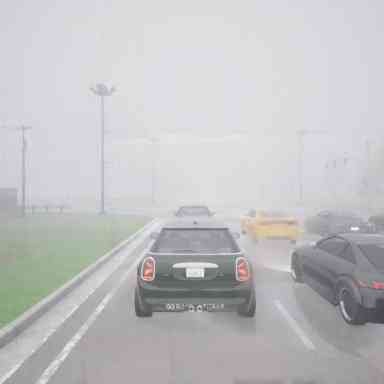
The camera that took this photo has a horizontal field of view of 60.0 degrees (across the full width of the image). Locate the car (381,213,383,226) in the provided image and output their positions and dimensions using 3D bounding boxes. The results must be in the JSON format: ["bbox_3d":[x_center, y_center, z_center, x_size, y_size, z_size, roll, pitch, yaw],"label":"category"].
[{"bbox_3d":[10.586,1.492,16.411,2.128,1.511,4.902,0,0,0],"label":"car"}]

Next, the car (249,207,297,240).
[{"bbox_3d":[3.586,1.478,16.036,1.882,1.535,5.008,0,0,0],"label":"car"}]

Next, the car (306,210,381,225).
[{"bbox_3d":[7.085,1.564,16.460,1.994,1.385,4.181,0,0,0],"label":"car"}]

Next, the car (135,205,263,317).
[{"bbox_3d":[0.064,1.352,7.606,2.097,1.767,4.553,0,0,0],"label":"car"}]

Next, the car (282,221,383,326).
[{"bbox_3d":[3.565,1.564,7.075,1.994,1.385,4.181,0,0,0],"label":"car"}]
